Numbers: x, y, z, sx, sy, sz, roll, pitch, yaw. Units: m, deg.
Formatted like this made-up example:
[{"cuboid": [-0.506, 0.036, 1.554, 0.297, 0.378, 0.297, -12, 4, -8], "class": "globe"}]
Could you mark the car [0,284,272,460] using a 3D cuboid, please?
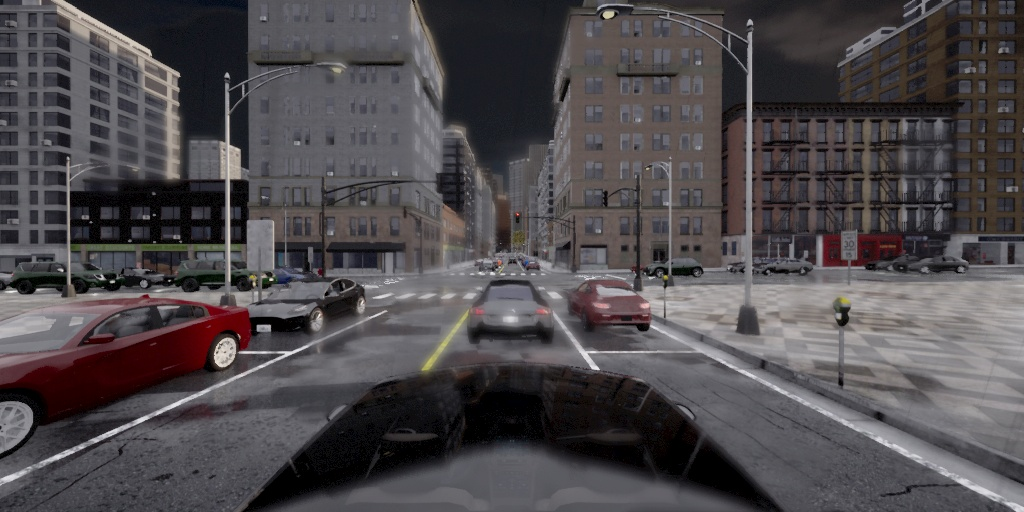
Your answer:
[{"cuboid": [-5.777, 1.295, 4.907, 1.888, 1.381, 4.507, 0, 0, 0], "class": "car"}]

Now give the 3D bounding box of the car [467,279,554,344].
[{"cuboid": [-0.036, 1.312, 9.598, 1.994, 1.385, 4.181, 0, 0, 0], "class": "car"}]

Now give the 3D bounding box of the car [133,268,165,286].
[{"cuboid": [-27.634, 1.606, 26.375, 4.892, 1.490, 1.837, -1, 0, 0], "class": "car"}]

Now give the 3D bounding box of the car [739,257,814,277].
[{"cuboid": [22.281, 0.888, 29.920, 4.902, 1.511, 2.128, -1, 0, 0], "class": "car"}]

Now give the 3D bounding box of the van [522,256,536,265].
[{"cuboid": [2.803, 0.998, 53.360, 1.690, 1.789, 3.998, 0, 0, 0], "class": "van"}]

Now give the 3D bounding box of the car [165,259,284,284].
[{"cuboid": [-18.344, 1.222, 23.116, 5.566, 2.045, 2.150, -1, 0, -2], "class": "car"}]

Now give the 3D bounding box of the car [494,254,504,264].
[{"cuboid": [-2.980, 0.968, 65.157, 2.097, 1.767, 4.553, 0, 0, 1], "class": "car"}]

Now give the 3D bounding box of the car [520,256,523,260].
[{"cuboid": [2.837, 1.202, 64.468, 1.802, 1.307, 4.207, 0, 0, 0], "class": "car"}]

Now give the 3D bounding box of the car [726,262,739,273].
[{"cuboid": [22.516, 0.868, 33.171, 4.902, 1.511, 2.128, -1, 0, 0], "class": "car"}]

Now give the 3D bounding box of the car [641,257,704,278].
[{"cuboid": [13.327, 0.875, 29.902, 4.553, 1.767, 2.097, -1, 0, 0], "class": "car"}]

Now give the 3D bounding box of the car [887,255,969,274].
[{"cuboid": [34.978, 0.727, 29.934, 4.892, 1.490, 1.837, -1, 0, 0], "class": "car"}]

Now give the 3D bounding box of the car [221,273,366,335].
[{"cuboid": [-5.808, 1.314, 10.551, 1.948, 1.339, 4.313, 0, 0, 0], "class": "car"}]

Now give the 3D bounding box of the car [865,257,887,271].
[{"cuboid": [35.649, 0.699, 33.185, 4.892, 1.490, 1.837, -1, 0, 0], "class": "car"}]

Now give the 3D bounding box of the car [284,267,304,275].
[{"cuboid": [-17.126, 1.514, 26.393, 5.357, 1.411, 2.033, -1, 0, 0], "class": "car"}]

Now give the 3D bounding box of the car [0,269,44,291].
[{"cuboid": [-37.950, 1.752, 26.363, 4.674, 1.442, 1.812, -1, 0, 0], "class": "car"}]

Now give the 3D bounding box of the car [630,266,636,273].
[{"cuboid": [13.475, 1.105, 33.155, 4.718, 1.301, 1.895, -1, 0, 0], "class": "car"}]

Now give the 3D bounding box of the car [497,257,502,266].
[{"cuboid": [-3.047, 1.199, 55.248, 2.033, 1.411, 5.357, 0, 0, 0], "class": "car"}]

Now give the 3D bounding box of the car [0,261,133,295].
[{"cuboid": [-28.543, 1.351, 23.120, 5.566, 2.045, 2.150, -1, 0, 0], "class": "car"}]

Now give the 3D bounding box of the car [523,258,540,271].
[{"cuboid": [2.786, 1.257, 47.808, 1.802, 1.307, 4.207, 0, 0, 0], "class": "car"}]

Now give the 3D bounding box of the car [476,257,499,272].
[{"cuboid": [-3.079, 1.207, 45.598, 1.812, 1.442, 4.674, 0, 0, 2], "class": "car"}]

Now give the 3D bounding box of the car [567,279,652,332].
[{"cuboid": [2.717, 1.330, 10.596, 1.802, 1.307, 4.207, 0, 0, 0], "class": "car"}]
